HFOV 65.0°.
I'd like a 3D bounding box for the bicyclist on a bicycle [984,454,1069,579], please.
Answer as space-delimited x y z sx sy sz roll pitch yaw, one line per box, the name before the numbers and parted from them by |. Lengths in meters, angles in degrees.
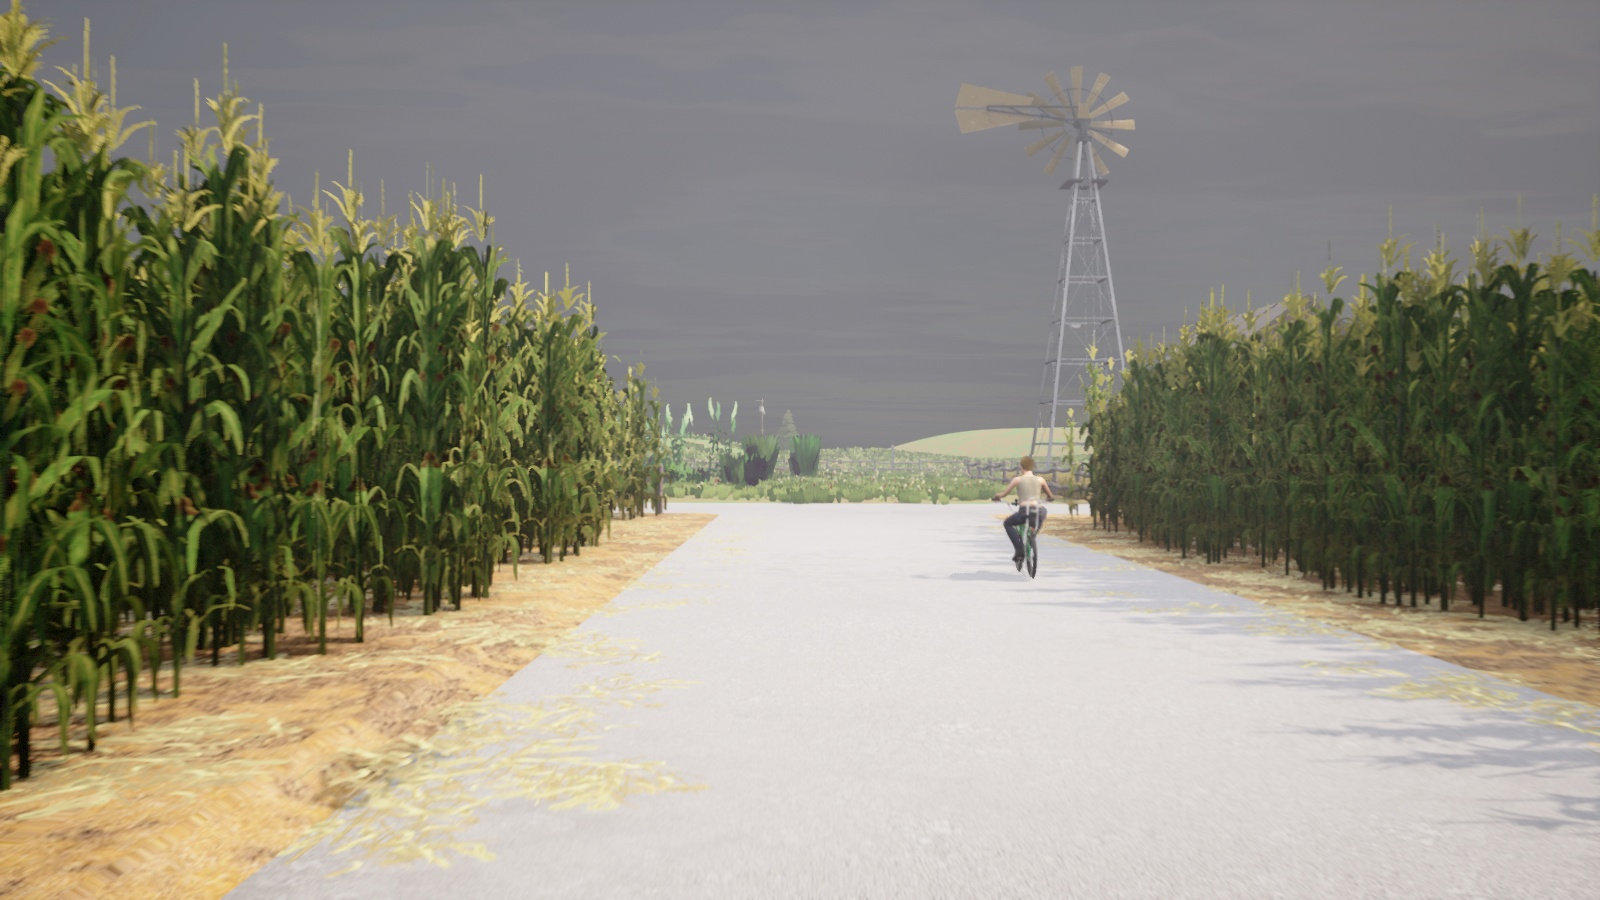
bicyclist on a bicycle | 3.063 0.868 17.093 0.866 1.612 1.509 0 0 0
